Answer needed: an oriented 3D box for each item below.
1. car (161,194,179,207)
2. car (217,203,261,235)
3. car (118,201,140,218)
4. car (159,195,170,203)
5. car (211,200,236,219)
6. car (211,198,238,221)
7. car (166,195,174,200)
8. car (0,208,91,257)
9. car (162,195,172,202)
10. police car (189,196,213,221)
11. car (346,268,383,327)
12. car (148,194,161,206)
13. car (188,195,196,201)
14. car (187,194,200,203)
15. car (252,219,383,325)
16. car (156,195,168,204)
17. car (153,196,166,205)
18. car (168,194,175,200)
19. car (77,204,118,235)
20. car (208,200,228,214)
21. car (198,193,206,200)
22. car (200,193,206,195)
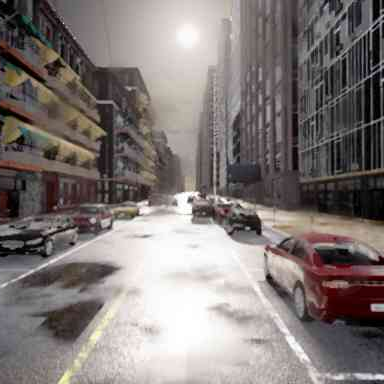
[{"bbox_3d":[-3.058,1.421,50.002,2.128,1.511,4.902,0,0,0],"label":"car"},{"bbox_3d":[2.710,1.528,18.347,2.008,1.369,4.403,1,0,0],"label":"car"},{"bbox_3d":[-5.664,1.489,29.487,1.752,1.417,4.829,1,0,0],"label":"car"},{"bbox_3d":[-5.643,1.439,69.218,1.887,1.381,4.507,1,0,0],"label":"car"},{"bbox_3d":[2.717,1.488,29.821,1.752,1.417,4.829,1,0,0],"label":"car"},{"bbox_3d":[2.715,1.411,24.000,1.967,1.590,4.097,1,0,0],"label":"car"},{"bbox_3d":[-5.635,1.405,86.173,1.887,1.381,4.507,1,0,0],"label":"car"},{"bbox_3d":[-5.673,1.535,12.701,2.008,1.369,4.403,1,0,0],"label":"car"},{"bbox_3d":[-5.641,1.449,74.869,1.947,1.339,4.313,1,0,0],"label":"car"},{"bbox_3d":[0.891,1.392,27.221,1.930,1.638,5.238,0,0,0],"label":"police car"},{"bbox_3d":[2.702,1.549,1.393,2.008,1.369,4.403,1,0,0],"label":"car"},{"bbox_3d":[-5.648,1.241,52.263,2.192,1.841,5.009,1,0,0],"label":"car"},{"bbox_3d":[0.040,1.344,78.624,1.895,1.301,4.718,0,0,0],"label":"car"},{"bbox_3d":[0.032,1.469,63.593,1.994,1.385,4.181,0,0,0],"label":"car"},{"bbox_3d":[2.705,1.536,7.045,1.887,1.381,4.507,1,0,0],"label":"car"},{"bbox_3d":[-5.645,1.345,63.565,1.967,1.590,4.097,1,0,0],"label":"car"},{"bbox_3d":[-5.649,1.441,57.745,1.752,1.417,4.829,1,0,0],"label":"car"},{"bbox_3d":[-5.632,1.374,91.653,1.752,1.417,4.829,1,0,0],"label":"car"},{"bbox_3d":[-5.668,1.418,18.353,1.967,1.590,4.097,1,0,0],"label":"car"},{"bbox_3d":[2.718,1.537,35.302,1.802,1.307,4.206,1,0,0],"label":"car"},{"bbox_3d":[2.752,1.163,91.817,2.192,1.841,5.009,1,0,0],"label":"car"},{"bbox_3d":[2.731,1.440,58.079,1.752,1.417,4.829,1,0,0],"label":"car"}]
